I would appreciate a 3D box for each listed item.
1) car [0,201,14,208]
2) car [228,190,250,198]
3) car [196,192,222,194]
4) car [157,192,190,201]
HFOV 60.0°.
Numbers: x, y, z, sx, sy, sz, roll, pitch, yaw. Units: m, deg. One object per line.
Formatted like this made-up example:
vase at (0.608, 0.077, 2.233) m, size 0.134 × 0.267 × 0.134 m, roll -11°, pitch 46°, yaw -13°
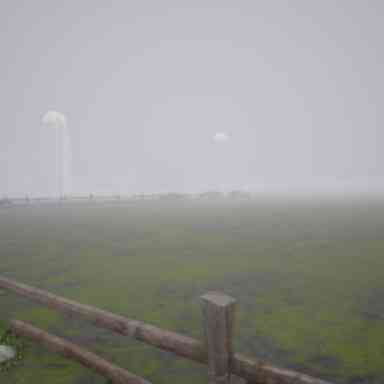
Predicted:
car at (-22.407, 1.219, 36.695) m, size 4.718 × 1.301 × 1.895 m, roll -1°, pitch 0°, yaw -39°
car at (8.768, 0.376, 62.024) m, size 4.892 × 1.490 × 1.837 m, roll -1°, pitch 0°, yaw -39°
car at (3.150, 0.148, 61.008) m, size 5.357 × 1.411 × 2.033 m, roll -1°, pitch 0°, yaw -39°
car at (-2.872, 0.696, 52.566) m, size 5.357 × 1.411 × 2.033 m, roll -1°, pitch 0°, yaw -39°
